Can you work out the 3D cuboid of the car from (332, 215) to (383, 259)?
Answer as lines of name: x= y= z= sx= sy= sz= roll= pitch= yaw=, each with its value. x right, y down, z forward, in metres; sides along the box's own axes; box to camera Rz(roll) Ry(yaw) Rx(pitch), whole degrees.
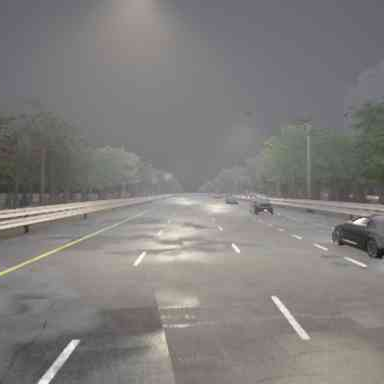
car: x=7.004 y=1.569 z=12.602 sx=1.994 sy=1.385 sz=4.181 roll=0 pitch=0 yaw=0

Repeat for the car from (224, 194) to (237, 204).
car: x=7.117 y=1.568 z=61.410 sx=1.994 sy=1.385 sz=4.181 roll=0 pitch=0 yaw=0

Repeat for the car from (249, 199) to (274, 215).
car: x=7.046 y=1.509 z=34.164 sx=1.837 sy=1.490 sz=4.892 roll=0 pitch=0 yaw=0
